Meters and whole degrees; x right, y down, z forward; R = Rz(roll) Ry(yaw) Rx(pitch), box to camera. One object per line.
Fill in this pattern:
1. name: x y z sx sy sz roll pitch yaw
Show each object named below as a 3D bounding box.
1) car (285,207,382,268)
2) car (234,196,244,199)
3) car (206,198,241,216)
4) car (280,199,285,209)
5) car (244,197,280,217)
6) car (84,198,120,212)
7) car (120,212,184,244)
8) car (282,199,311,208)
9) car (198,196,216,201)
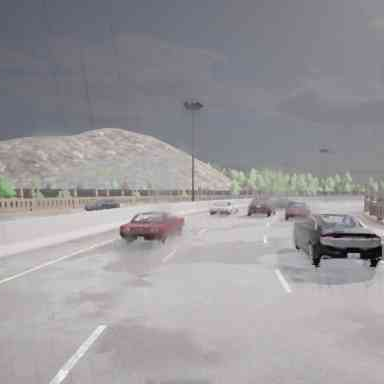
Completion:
1. car: 4.687 1.491 11.306 2.128 1.511 4.902 0 0 8
2. car: 7.920 1.491 56.400 2.128 1.511 4.902 0 0 36
3. car: 3.261 1.600 32.767 1.895 1.301 4.718 0 0 21
4. car: 11.717 1.545 42.492 2.033 1.411 5.357 0 0 31
5. car: 6.811 1.351 32.001 2.097 1.767 4.553 0 0 22
6. car: -10.063 1.504 37.437 1.837 1.490 4.892 0 0 22
7. car: -1.668 1.601 15.793 1.895 1.301 4.718 0 0 11
8. car: 9.043 1.563 28.167 1.994 1.385 4.181 0 0 20
9. car: 2.621 1.491 54.690 2.128 1.511 4.902 0 0 33
